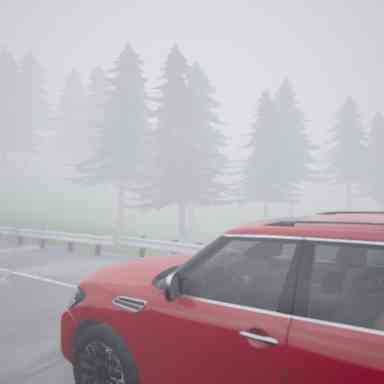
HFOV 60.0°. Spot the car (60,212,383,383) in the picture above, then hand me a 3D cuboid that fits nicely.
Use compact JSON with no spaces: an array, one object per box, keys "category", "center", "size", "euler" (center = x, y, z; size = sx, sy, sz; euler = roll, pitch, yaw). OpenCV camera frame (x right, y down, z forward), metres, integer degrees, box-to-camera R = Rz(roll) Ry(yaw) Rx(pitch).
[{"category":"car","center":[1.145,1.214,3.098],"size":[5.566,2.045,2.150],"euler":[0,0,35]}]
